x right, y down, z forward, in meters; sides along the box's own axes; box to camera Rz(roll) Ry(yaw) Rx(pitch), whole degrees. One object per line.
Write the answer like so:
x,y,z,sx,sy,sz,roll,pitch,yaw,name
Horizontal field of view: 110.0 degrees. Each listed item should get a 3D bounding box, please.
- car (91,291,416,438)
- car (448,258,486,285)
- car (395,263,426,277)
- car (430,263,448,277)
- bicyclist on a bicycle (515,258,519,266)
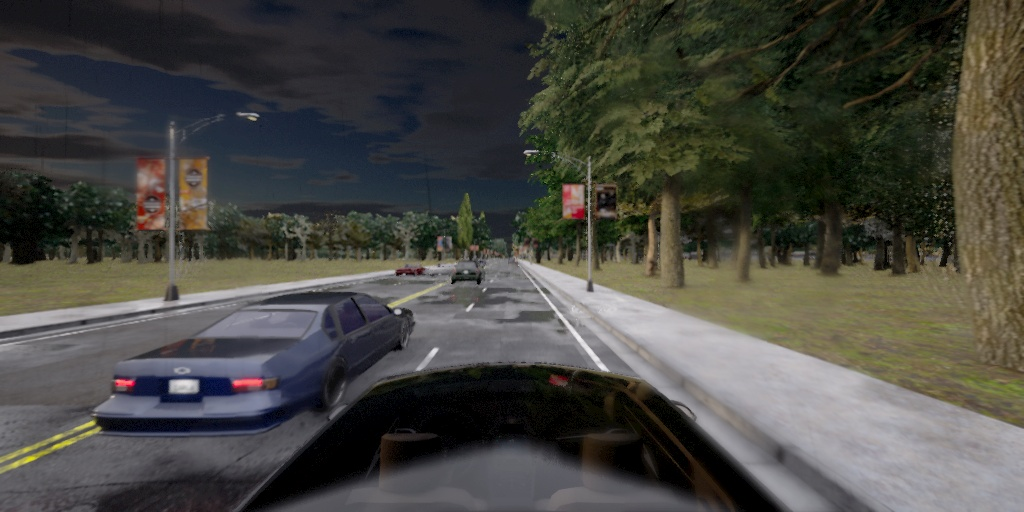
-3.152,1.298,5.951,2.033,1.411,5.357,0,0,0,car
-3.155,1.107,26.595,2.097,1.767,4.553,0,0,0,car
-9.852,1.360,34.999,1.895,1.301,4.718,0,0,0,car
-6.602,1.360,34.999,1.895,1.301,4.718,0,0,0,car
0.872,1.221,62.633,0.866,1.612,1.509,0,0,0,bicyclist on a bicycle
